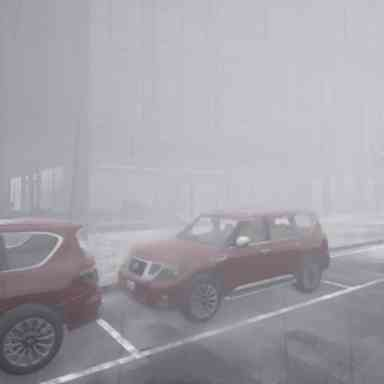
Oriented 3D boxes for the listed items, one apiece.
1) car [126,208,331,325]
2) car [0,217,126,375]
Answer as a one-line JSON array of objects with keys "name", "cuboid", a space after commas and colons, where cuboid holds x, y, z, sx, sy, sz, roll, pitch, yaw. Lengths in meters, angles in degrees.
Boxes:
[{"name": "car", "cuboid": [0.982, 1.314, 7.311, 5.009, 1.841, 2.192, 0, 0, -35]}, {"name": "car", "cuboid": [-3.627, 1.316, 4.068, 5.009, 1.841, 2.192, 0, 0, -35]}]
